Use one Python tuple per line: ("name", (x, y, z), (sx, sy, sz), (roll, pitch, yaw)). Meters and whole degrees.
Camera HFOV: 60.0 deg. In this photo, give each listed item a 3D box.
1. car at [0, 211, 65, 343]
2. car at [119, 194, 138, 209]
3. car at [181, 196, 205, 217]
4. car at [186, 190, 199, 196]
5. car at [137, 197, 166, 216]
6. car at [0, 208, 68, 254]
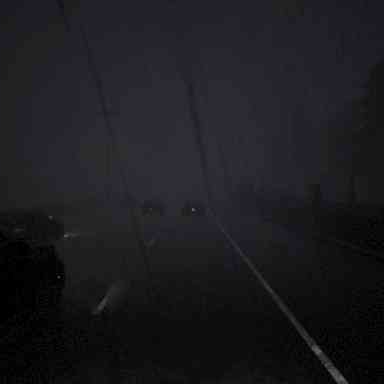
("car", (-3.400, 1.198, 3.728), (2.150, 2.045, 5.566), (0, 0, 0))
("car", (-6.900, 1.004, 37.541), (2.128, 1.511, 4.902), (0, 3, 0))
("car", (0.100, 1.367, 28.707), (1.994, 1.385, 4.181), (0, 1, 0))
("car", (0.099, 0.351, 48.234), (1.895, 1.301, 4.718), (0, 5, 0))
("car", (-3.400, 1.256, 30.100), (1.882, 1.535, 5.008), (0, 1, 0))
("car", (-6.900, 1.477, 13.780), (1.994, 1.385, 4.181), (0, 0, 0))
